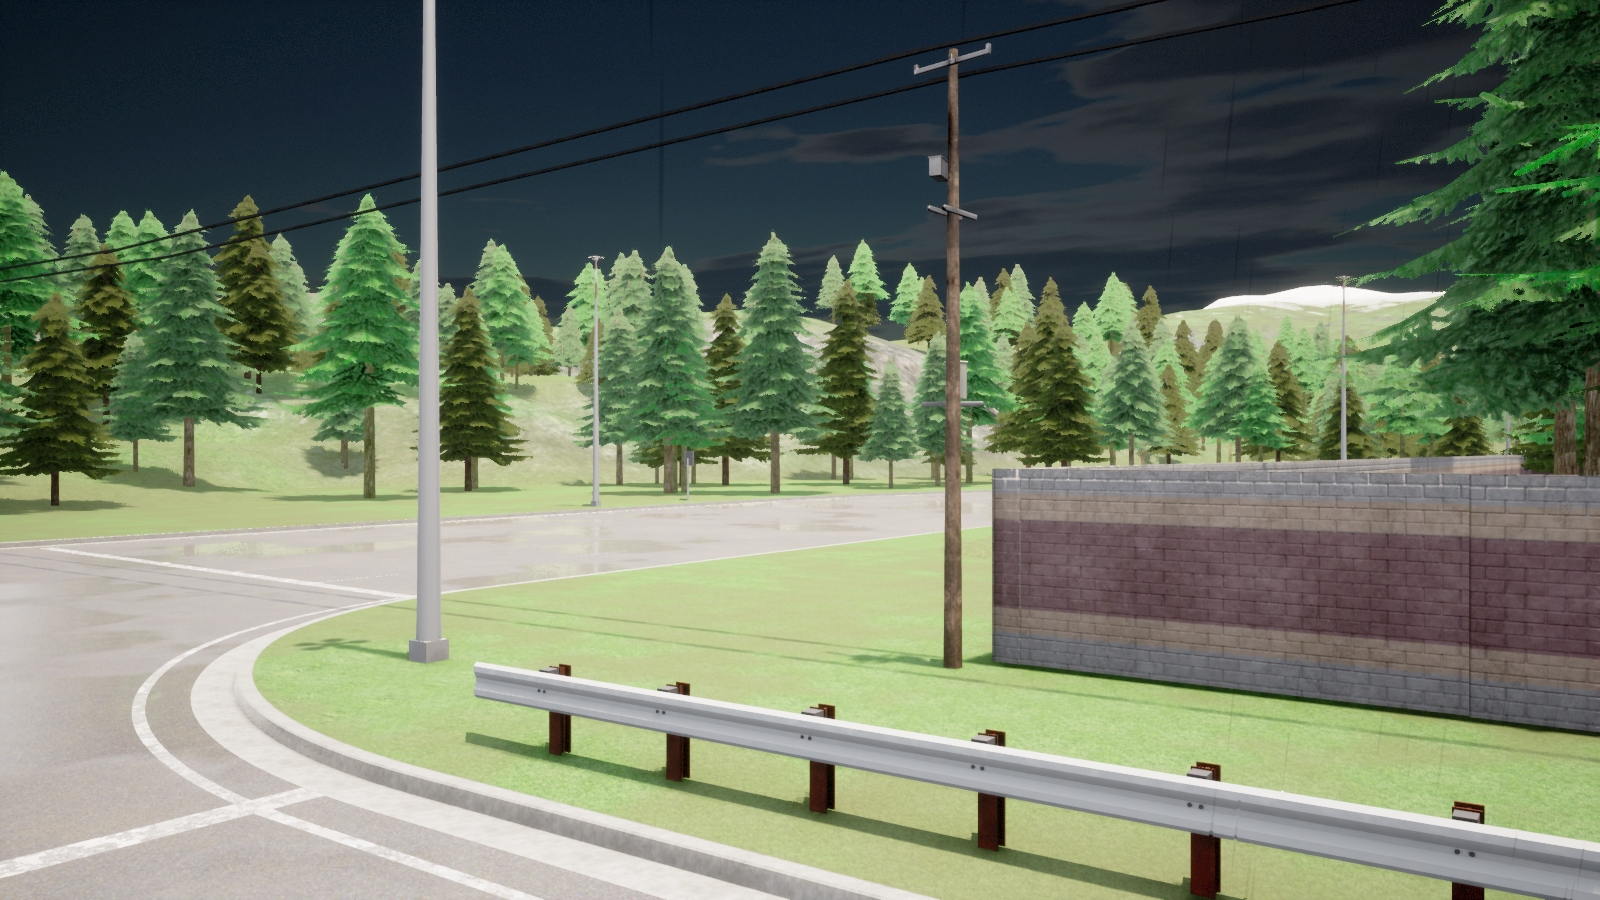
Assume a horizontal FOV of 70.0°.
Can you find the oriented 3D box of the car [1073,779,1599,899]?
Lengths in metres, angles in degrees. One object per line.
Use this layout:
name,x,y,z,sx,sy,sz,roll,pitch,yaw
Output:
car,3.010,1.982,1.681,5.238,1.638,2.097,0,0,35
